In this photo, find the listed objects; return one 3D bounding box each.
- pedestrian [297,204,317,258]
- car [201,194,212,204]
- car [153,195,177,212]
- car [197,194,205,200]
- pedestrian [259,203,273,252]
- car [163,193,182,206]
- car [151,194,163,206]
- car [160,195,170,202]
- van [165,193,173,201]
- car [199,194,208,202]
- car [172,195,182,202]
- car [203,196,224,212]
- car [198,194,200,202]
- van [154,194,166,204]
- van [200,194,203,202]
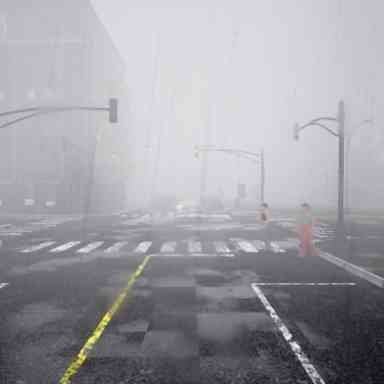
[{"bbox_3d":[3.882,1.290,11.240,0.375,1.860,0.375,-1,1,0],"label":"pedestrian"},{"bbox_3d":[2.595,1.405,43.740,1.967,1.590,4.097,-1,0,0],"label":"car"},{"bbox_3d":[-3.140,1.448,39.388,1.882,1.535,5.008,0,0,0],"label":"car"},{"bbox_3d":[2.575,1.305,94.553,1.967,1.590,4.097,-1,0,0],"label":"car"},{"bbox_3d":[2.759,1.289,12.439,0.375,1.860,0.375,-1,1,0],"label":"pedestrian"},{"bbox_3d":[-3.147,1.302,54.236,2.097,1.767,4.553,0,0,0],"label":"car"},{"bbox_3d":[-5.763,1.515,54.990,1.947,1.339,4.313,-1,0,0],"label":"car"},{"bbox_3d":[-5.783,1.463,71.927,1.887,1.381,4.507,-1,0,0],"label":"car"},{"bbox_3d":[-5.798,1.235,83.221,1.690,1.788,3.998,-1,0,0],"label":"van"},{"bbox_3d":[2.563,1.347,77.615,1.967,1.590,4.097,-1,0,0],"label":"car"},{"bbox_3d":[-3.080,1.427,70.277,1.994,1.385,4.181,0,0,0],"label":"car"},{"bbox_3d":[2.603,1.517,38.095,1.887,1.381,4.507,-1,0,0],"label":"car"},{"bbox_3d":[2.577,1.484,60.678,1.887,1.381,4.507,-1,0,0],"label":"car"},{"bbox_3d":[-5.773,1.281,60.635,1.690,1.788,3.998,-1,0,0],"label":"van"},{"bbox_3d":[2.581,1.290,55.032,1.690,1.788,3.998,-1,0,0],"label":"van"}]
